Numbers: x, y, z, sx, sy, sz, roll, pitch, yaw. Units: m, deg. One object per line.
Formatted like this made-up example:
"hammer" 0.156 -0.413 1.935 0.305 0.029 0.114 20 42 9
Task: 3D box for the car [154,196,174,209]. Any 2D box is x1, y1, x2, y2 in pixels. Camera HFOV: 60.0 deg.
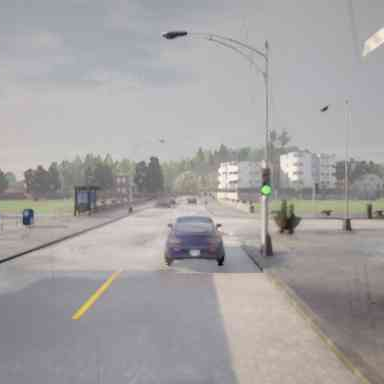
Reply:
"car" -4.075 1.420 46.862 2.097 1.767 4.553 0 0 0

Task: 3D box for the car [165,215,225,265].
"car" 0.088 1.543 11.651 1.812 1.442 4.674 0 0 0

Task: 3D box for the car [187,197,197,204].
"car" 0.010 1.641 64.490 2.033 1.411 5.357 0 0 0

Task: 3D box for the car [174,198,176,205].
"car" -4.021 1.691 62.437 1.895 1.301 4.718 0 0 1
